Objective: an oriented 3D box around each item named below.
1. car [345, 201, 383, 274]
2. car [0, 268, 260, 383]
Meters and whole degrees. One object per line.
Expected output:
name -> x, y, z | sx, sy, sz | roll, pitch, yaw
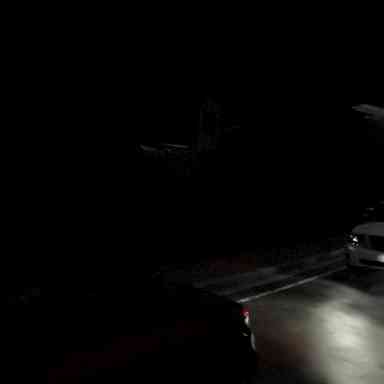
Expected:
car -> 6.453, 1.202, 9.734 | 2.150, 2.045, 5.566 | 0, 0, 44
car -> -1.284, 1.563, 3.280 | 4.181, 1.385, 1.994 | 0, 0, -37
